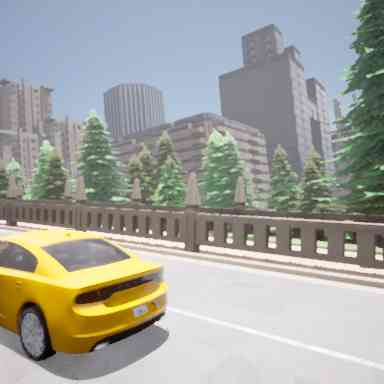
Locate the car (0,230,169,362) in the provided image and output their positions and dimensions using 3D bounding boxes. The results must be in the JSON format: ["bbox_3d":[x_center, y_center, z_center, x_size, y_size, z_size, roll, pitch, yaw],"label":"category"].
[{"bbox_3d":[-2.702,1.432,5.928,5.008,1.535,1.882,1,0,36],"label":"car"}]
